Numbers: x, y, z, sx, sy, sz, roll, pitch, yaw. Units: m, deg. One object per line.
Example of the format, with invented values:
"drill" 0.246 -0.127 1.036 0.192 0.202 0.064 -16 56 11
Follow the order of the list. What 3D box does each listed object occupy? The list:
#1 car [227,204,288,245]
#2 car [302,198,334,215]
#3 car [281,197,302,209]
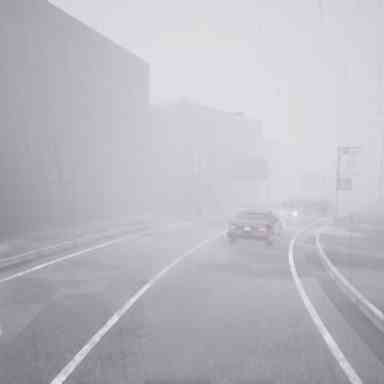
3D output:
"car" 3.071 1.499 15.578 2.033 1.411 5.357 2 1 20
"car" 12.916 1.349 33.463 1.882 1.535 5.008 3 2 33
"car" 11.997 1.255 38.733 1.895 1.301 4.718 4 2 34
